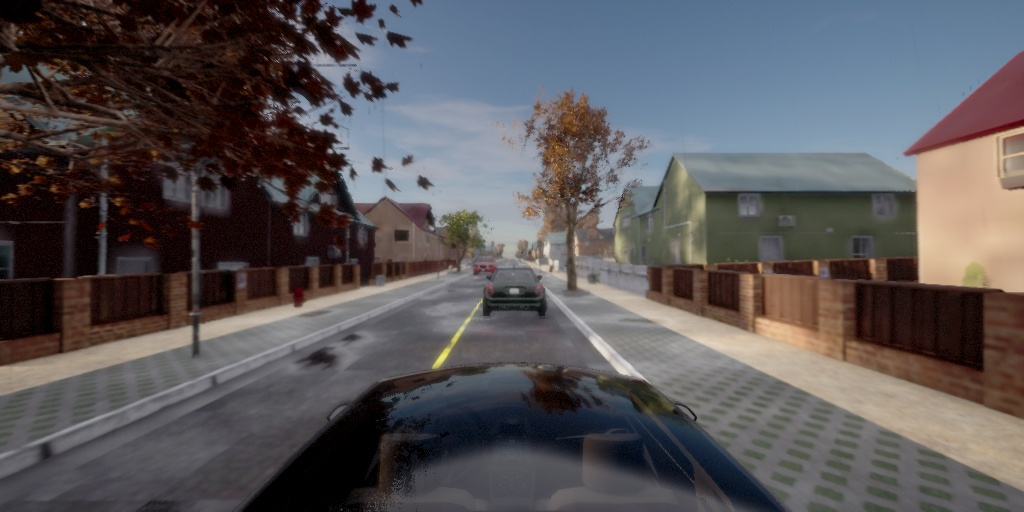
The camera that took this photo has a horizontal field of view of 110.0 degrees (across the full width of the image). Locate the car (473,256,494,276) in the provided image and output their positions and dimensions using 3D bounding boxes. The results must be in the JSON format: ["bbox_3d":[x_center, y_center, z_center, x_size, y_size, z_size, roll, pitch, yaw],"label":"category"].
[{"bbox_3d":[-2.842,1.019,38.198,2.150,2.045,5.566,0,0,0],"label":"car"}]

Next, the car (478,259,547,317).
[{"bbox_3d":[0.085,1.120,13.419,2.097,1.767,4.553,0,0,0],"label":"car"}]
